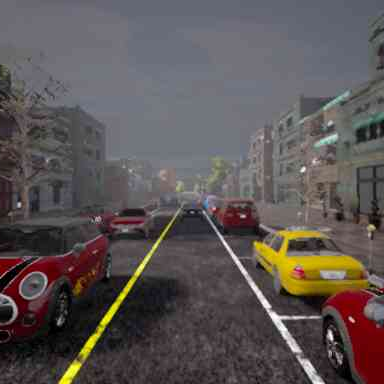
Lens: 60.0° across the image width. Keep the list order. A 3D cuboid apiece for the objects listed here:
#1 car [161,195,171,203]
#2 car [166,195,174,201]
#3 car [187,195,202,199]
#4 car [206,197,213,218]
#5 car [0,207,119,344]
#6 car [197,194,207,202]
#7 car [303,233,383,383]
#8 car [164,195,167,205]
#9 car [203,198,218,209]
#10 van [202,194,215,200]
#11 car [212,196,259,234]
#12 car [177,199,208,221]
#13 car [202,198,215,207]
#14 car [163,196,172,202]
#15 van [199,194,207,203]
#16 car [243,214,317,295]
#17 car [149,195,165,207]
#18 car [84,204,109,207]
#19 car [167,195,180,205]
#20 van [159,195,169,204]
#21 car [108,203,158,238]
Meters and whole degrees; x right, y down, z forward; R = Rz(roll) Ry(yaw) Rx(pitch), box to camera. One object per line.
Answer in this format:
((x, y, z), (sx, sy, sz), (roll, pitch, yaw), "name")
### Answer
((-5.906, 1.584, 75.000), (1.967, 1.590, 4.097), (-1, 0, 0), "car")
((-5.954, 1.613, 91.644), (1.967, 1.590, 4.097), (-1, 0, 0), "car")
((-0.029, 1.578, 46.091), (2.128, 1.511, 4.902), (0, 0, 0), "car")
((2.602, 1.494, 30.639), (1.967, 1.590, 4.097), (-1, 0, 0), "car")
((-3.113, 1.369, 6.754), (2.097, 1.767, 4.553), (0, 0, 0), "car")
((2.457, 1.458, 80.574), (2.192, 1.841, 5.009), (-1, 0, 0), "car")
((2.682, 1.442, 2.897), (1.967, 1.590, 4.097), (-1, 0, 0), "car")
((-5.875, 1.439, 63.903), (2.192, 1.841, 5.009), (-1, 0, 0), "car")
((2.556, 1.628, 47.284), (1.887, 1.381, 4.507), (-1, 0, 0), "car")
((2.569, 1.415, 41.736), (1.690, 1.788, 3.998), (-1, 0, 0), "van")
((2.632, 1.348, 19.542), (2.192, 1.841, 5.009), (-1, 0, 0), "car")
((0.023, 1.599, 27.837), (2.033, 1.411, 5.357), (0, 0, 0), "car")
((2.539, 1.675, 52.832), (1.802, 1.307, 4.206), (-1, 0, 0), "car")
((-5.921, 1.698, 80.548), (1.887, 1.381, 4.507), (-1, 0, 0), "car")
((2.473, 1.474, 75.026), (1.690, 1.788, 3.998), (-1, 0, 0), "van")
((2.666, 1.538, 8.616), (1.752, 1.417, 4.829), (-1, 0, 0), "car")
((-5.841, 1.655, 52.806), (2.008, 1.369, 4.403), (-1, 0, 0), "car")
((-5.746, 1.484, 19.516), (1.967, 1.590, 4.097), (-1, 0, 0), "car")
((-3.196, 1.620, 62.667), (1.837, 1.490, 4.892), (0, 0, 0), "car")
((-5.892, 1.475, 69.451), (1.690, 1.788, 3.998), (-1, 0, 0), "van")
((-3.133, 1.563, 17.969), (1.812, 1.442, 4.674), (0, 0, 0), "car")
